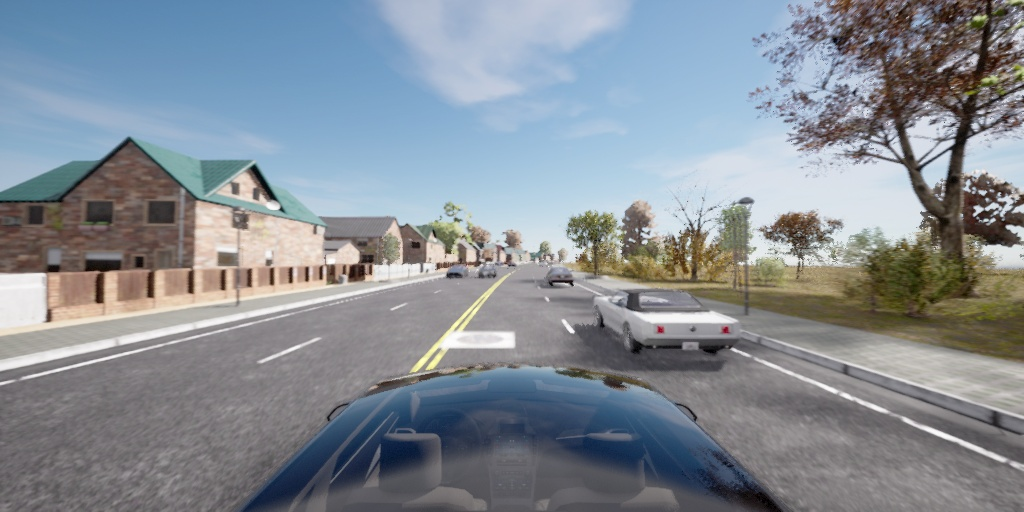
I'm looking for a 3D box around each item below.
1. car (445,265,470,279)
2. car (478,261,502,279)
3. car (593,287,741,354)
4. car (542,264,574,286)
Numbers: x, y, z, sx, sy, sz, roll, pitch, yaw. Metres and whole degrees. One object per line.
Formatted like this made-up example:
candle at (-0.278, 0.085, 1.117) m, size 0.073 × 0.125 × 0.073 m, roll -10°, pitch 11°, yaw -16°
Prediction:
car at (-5.825, 1.703, 39.110) m, size 2.033 × 1.411 × 5.357 m, roll 0°, pitch -1°, yaw 2°
car at (-2.567, 1.645, 38.935) m, size 2.128 × 1.511 × 4.902 m, roll 0°, pitch -1°, yaw 2°
car at (3.387, 1.433, 8.984) m, size 1.895 × 1.301 × 4.718 m, roll 0°, pitch -1°, yaw 0°
car at (3.755, 1.590, 28.559) m, size 2.033 × 1.411 × 5.357 m, roll 0°, pitch -1°, yaw 2°
